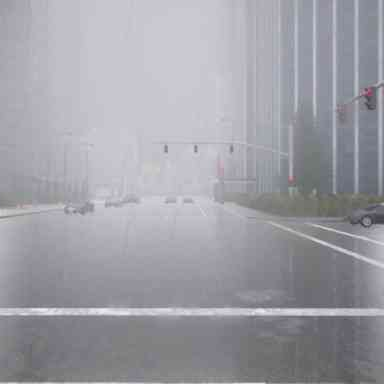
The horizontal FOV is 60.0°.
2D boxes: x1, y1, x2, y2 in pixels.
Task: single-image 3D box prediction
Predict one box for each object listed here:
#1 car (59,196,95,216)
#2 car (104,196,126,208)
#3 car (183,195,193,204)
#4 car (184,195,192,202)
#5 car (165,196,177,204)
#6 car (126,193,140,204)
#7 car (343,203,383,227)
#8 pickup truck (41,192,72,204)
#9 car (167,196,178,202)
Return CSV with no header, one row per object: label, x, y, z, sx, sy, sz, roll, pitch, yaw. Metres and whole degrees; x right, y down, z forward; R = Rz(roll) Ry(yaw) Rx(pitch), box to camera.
car,-11.141,1.491,33.208,2.128,1.511,4.902,0,0,1
car,-11.223,1.525,47.791,1.812,1.442,4.674,0,0,0
car,-0.790,1.525,65.341,1.812,1.442,4.674,0,0,-1
car,-0.882,1.386,75.592,1.882,1.535,5.008,0,0,-1
car,-4.187,1.600,65.000,1.895,1.301,4.718,0,0,0
car,-11.321,1.220,63.018,2.150,2.045,5.566,0,0,0
car,12.618,1.505,22.088,4.892,1.490,1.837,0,0,0
pickup truck,-24.365,1.058,60.024,2.390,2.098,6.274,0,0,30
car,-4.378,1.540,75.261,2.033,1.411,5.357,0,0,-1
